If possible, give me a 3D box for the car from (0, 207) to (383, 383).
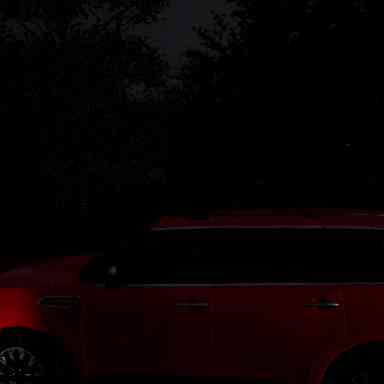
[{"bbox_3d":[0.219,1.225,4.036,5.566,2.045,2.150,0,0,7],"label":"car"}]
